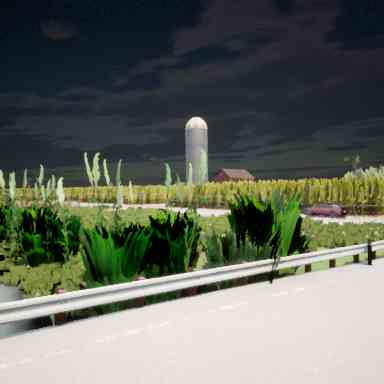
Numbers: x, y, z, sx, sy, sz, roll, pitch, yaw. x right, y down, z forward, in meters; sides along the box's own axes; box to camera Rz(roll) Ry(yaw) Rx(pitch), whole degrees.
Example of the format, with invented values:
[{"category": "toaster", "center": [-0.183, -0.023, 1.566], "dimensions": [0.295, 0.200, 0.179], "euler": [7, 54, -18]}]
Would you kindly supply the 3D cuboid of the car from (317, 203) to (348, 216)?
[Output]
[{"category": "car", "center": [12.830, 1.786, 32.295], "dimensions": [1.994, 1.385, 4.181], "euler": [-1, 1, -42]}]
